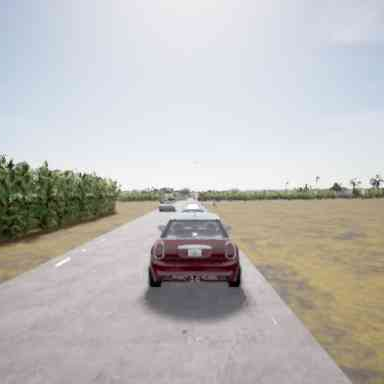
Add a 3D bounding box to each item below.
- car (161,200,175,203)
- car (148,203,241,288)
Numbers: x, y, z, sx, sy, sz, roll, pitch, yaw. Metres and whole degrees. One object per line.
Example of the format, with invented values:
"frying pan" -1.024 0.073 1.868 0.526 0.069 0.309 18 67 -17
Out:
"car" -2.838 1.644 38.899 1.895 1.301 4.718 0 0 0
"car" 0.073 1.344 9.370 2.097 1.767 4.553 0 0 0
